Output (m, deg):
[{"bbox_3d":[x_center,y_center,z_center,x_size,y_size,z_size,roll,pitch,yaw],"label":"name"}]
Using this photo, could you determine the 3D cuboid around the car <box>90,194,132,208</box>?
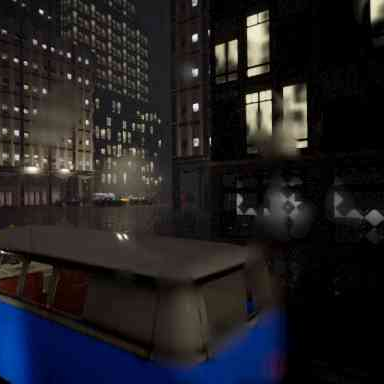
[{"bbox_3d":[-10.107,1.267,41.058,1.887,1.381,4.507,0,0,36],"label":"car"}]

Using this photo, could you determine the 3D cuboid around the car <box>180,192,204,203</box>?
[{"bbox_3d":[-0.115,0.909,54.702,2.192,1.841,5.009,0,0,36],"label":"car"}]

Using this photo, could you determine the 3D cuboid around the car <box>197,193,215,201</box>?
[{"bbox_3d":[3.104,1.016,73.278,1.967,1.590,4.097,0,0,36],"label":"car"}]

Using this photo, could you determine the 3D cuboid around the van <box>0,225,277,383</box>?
[{"bbox_3d":[-1.082,1.342,3.663,3.998,1.788,1.690,0,-1,36],"label":"van"}]

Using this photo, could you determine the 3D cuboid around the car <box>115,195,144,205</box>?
[{"bbox_3d":[-10.327,1.278,54.939,1.752,1.417,4.829,0,0,36],"label":"car"}]

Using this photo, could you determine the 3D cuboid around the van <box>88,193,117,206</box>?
[{"bbox_3d":[-13.560,1.135,50.525,1.690,1.788,3.998,0,0,36],"label":"van"}]

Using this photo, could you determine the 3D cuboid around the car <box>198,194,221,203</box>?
[{"bbox_3d":[3.218,1.101,59.252,2.008,1.369,4.403,0,0,36],"label":"car"}]

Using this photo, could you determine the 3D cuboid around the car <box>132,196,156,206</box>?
[{"bbox_3d":[-6.776,1.230,45.606,2.008,1.369,4.403,0,0,36],"label":"car"}]

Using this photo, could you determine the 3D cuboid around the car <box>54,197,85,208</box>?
[{"bbox_3d":[-16.891,1.403,45.975,1.947,1.339,4.313,0,0,36],"label":"car"}]
